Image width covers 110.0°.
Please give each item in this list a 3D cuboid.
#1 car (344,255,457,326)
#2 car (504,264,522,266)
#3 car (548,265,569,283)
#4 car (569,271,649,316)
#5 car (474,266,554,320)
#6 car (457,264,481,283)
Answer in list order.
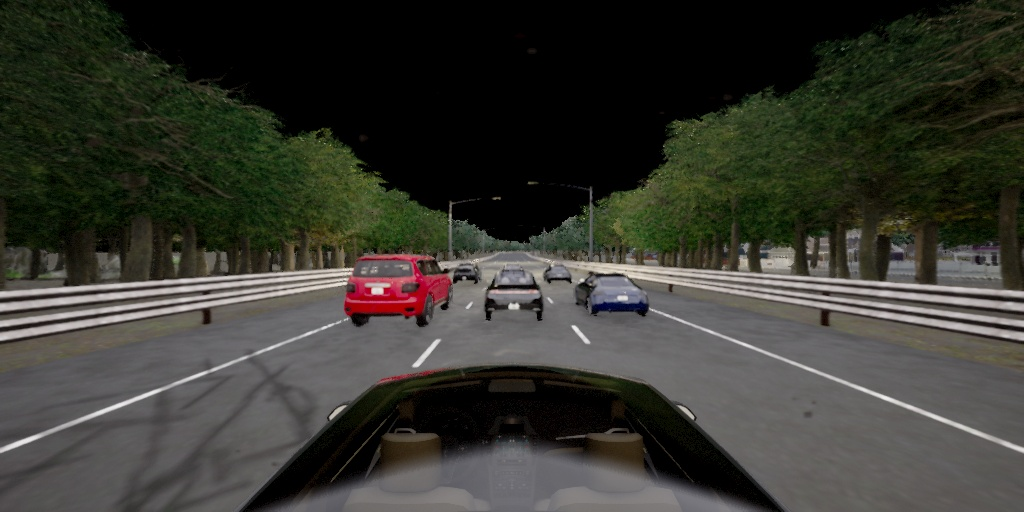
[{"bbox_3d":[-3.433,0.989,11.890,2.150,2.045,5.566,0,0,0],"label":"car"},{"bbox_3d":[0.078,1.339,28.170,2.128,1.511,4.902,0,0,0],"label":"car"},{"bbox_3d":[3.583,1.414,28.808,1.994,1.385,4.181,0,0,0],"label":"car"},{"bbox_3d":[3.576,1.335,13.559,1.994,1.385,4.181,0,0,0],"label":"car"},{"bbox_3d":[0.070,1.260,12.728,2.128,1.511,4.902,0,0,0],"label":"car"},{"bbox_3d":[-3.423,1.355,28.298,1.837,1.490,4.892,0,0,0],"label":"car"}]
